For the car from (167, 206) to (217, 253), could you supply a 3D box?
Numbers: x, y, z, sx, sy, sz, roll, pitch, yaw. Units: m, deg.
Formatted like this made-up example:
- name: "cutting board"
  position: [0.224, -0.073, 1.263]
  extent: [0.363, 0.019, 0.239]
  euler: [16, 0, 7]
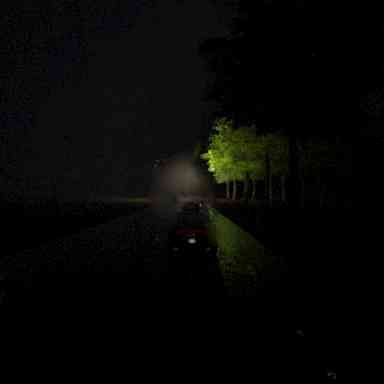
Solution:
- name: "car"
  position: [0.023, 1.584, 14.226]
  extent: [1.882, 1.535, 5.008]
  euler: [0, 0, 0]

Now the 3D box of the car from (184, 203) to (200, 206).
- name: "car"
  position: [0.016, 1.691, 28.889]
  extent: [1.812, 1.442, 4.674]
  euler: [0, 0, 0]

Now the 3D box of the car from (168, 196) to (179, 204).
- name: "car"
  position: [-3.541, 1.547, 64.524]
  extent: [1.837, 1.490, 4.892]
  euler: [0, 1, 1]
